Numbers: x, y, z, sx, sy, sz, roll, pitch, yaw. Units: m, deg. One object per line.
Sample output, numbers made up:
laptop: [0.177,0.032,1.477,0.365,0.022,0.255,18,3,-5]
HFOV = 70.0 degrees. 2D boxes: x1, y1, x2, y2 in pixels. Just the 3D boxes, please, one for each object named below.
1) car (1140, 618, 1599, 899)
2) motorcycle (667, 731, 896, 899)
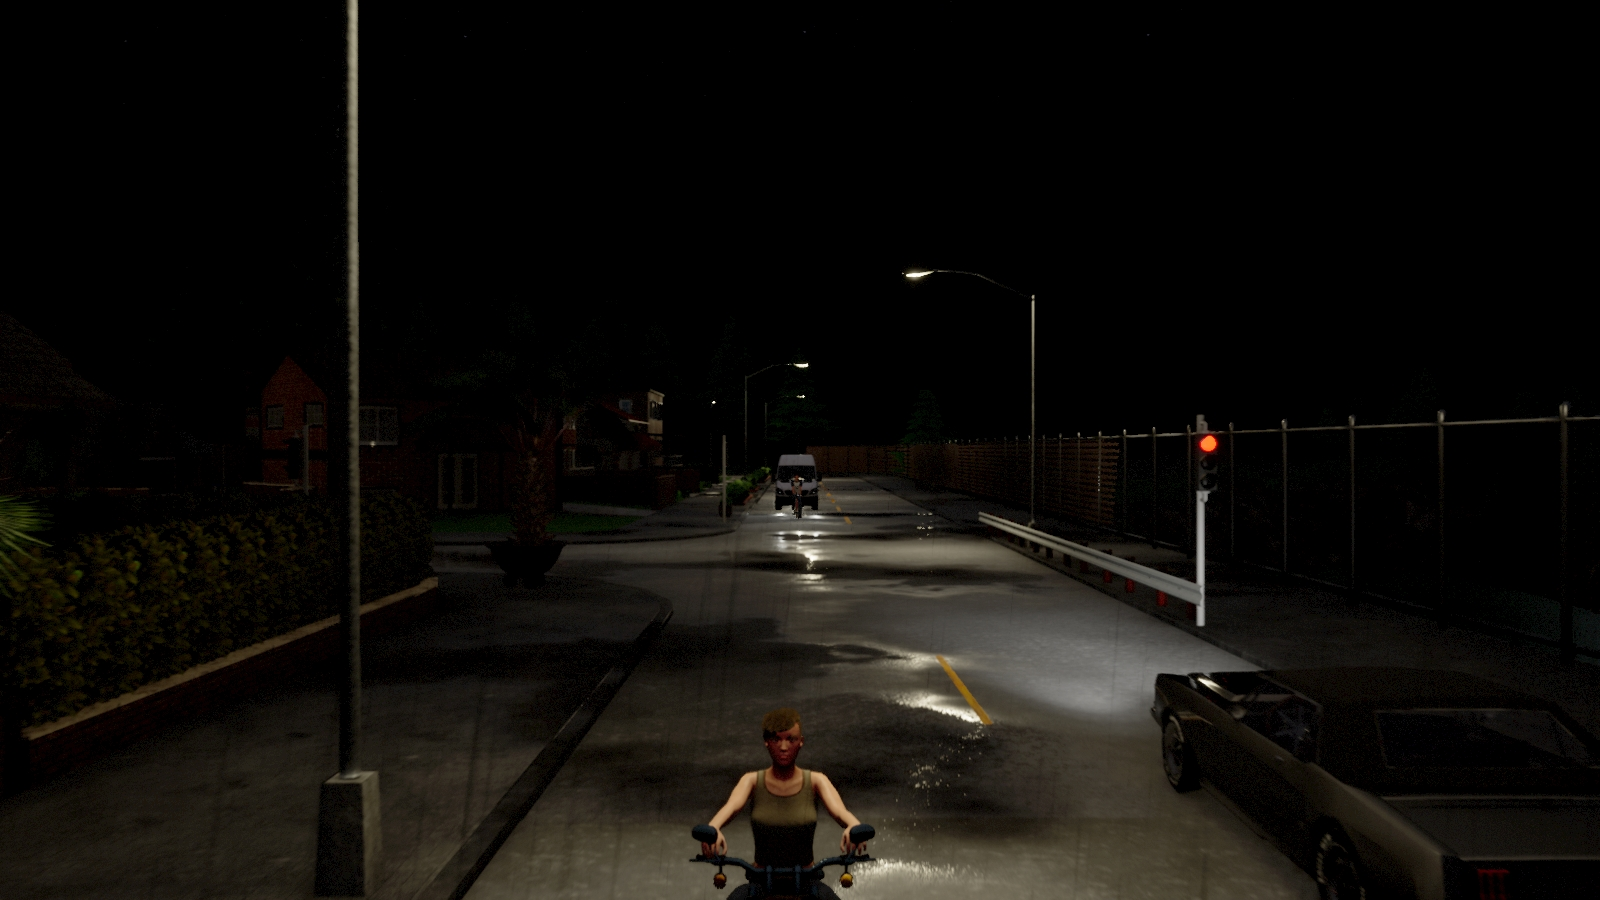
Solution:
car: [3.967,2.148,7.786,1.895,1.301,4.718,0,0,0]
motorcycle: [-0.072,2.150,4.878,0.764,1.307,2.356,0,0,-1]
